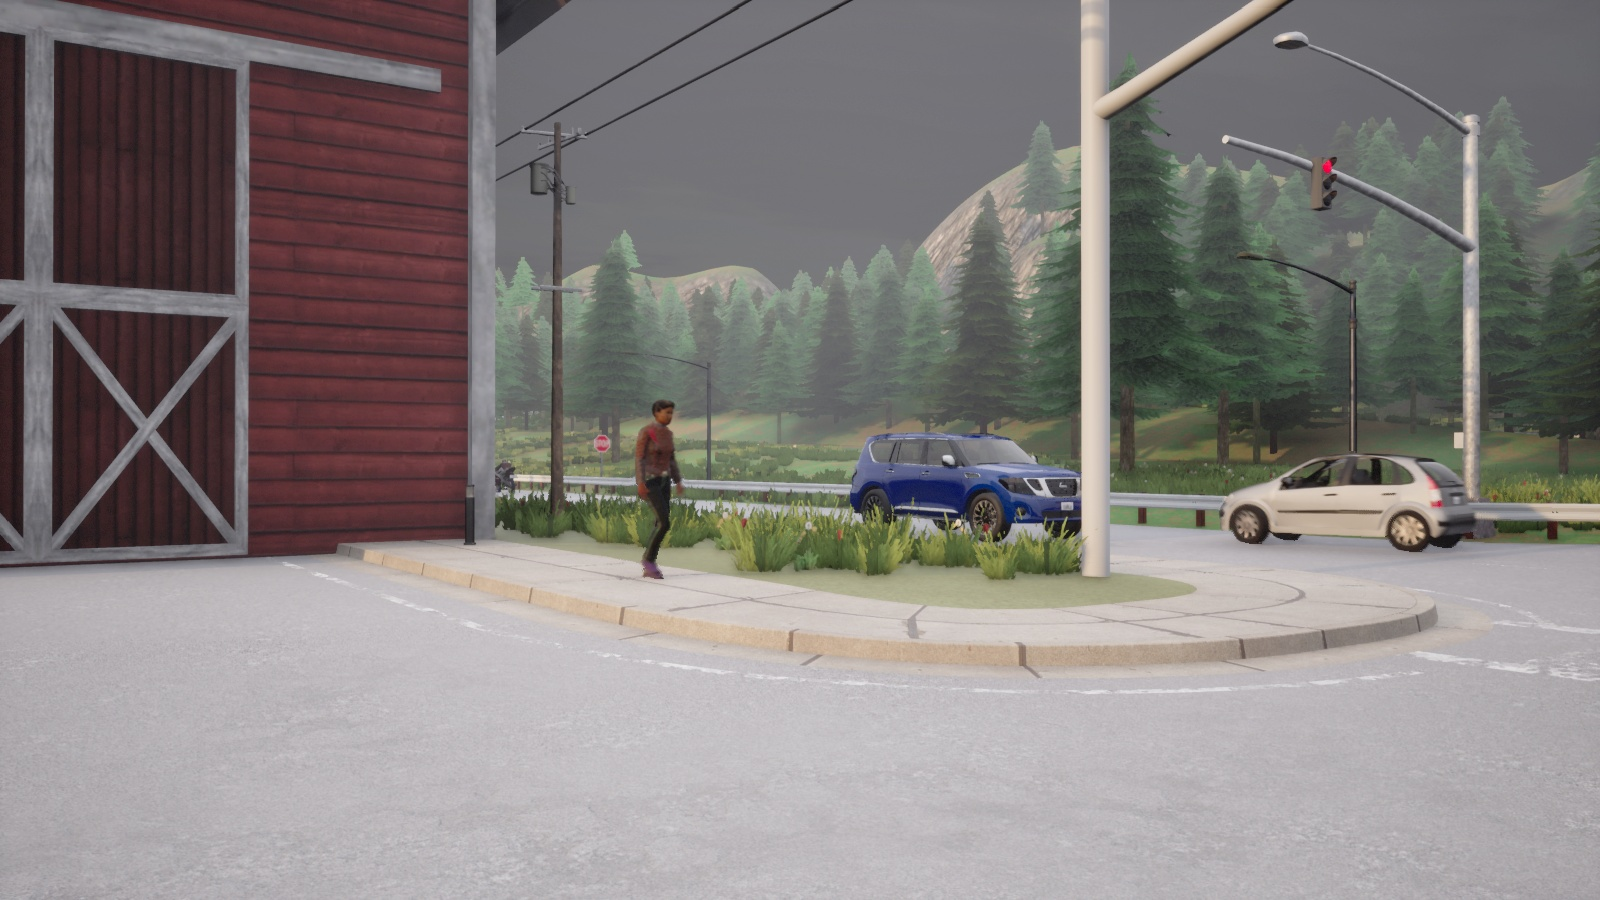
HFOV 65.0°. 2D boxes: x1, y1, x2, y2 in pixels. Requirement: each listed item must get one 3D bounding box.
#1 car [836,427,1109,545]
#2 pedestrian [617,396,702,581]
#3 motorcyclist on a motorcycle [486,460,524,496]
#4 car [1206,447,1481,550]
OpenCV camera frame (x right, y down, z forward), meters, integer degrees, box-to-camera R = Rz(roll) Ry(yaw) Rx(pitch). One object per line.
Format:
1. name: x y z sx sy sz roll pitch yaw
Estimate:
1. car: 3.206 0.646 24.696 2.150 2.045 5.566 0 0 -34
2. pedestrian: -1.414 0.380 12.634 0.869 1.805 0.328 -1 0 39
3. motorcyclist on a motorcycle: -12.962 1.226 55.141 0.866 1.530 2.191 0 0 -34
4. car: 9.387 0.782 21.889 1.851 1.617 3.988 0 0 -45
